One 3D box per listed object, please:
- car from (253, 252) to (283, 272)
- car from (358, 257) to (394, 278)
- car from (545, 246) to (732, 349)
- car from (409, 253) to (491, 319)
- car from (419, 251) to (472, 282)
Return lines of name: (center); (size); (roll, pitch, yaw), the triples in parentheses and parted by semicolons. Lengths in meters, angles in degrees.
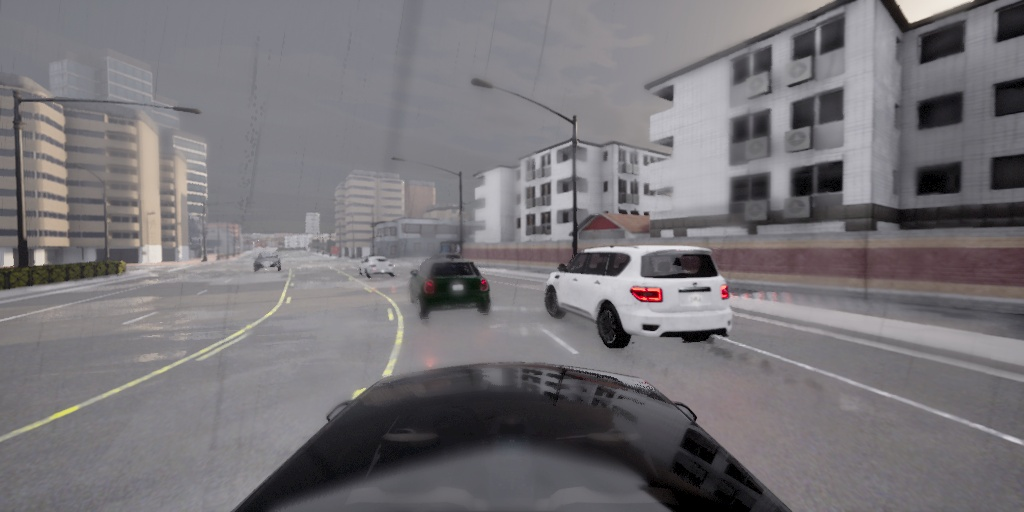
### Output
car: (-20.879, 0.445, 30.748); (2.128, 1.511, 4.902); (-1, 2, -32)
car: (-9.926, 0.761, 26.247); (1.812, 1.442, 4.674); (-1, 2, -31)
car: (2.571, 0.783, 8.838); (2.150, 2.045, 5.566); (-1, 1, -13)
car: (-2.255, 0.869, 12.153); (2.097, 1.767, 4.553); (-1, 1, -20)
car: (-4.561, 0.606, 23.983); (2.097, 1.767, 4.553); (-1, 2, -30)
